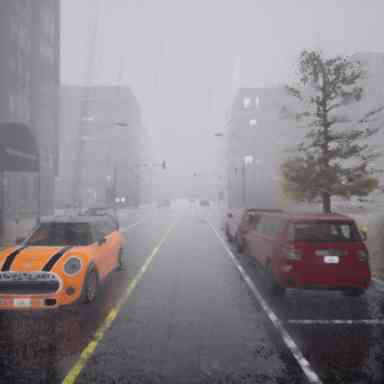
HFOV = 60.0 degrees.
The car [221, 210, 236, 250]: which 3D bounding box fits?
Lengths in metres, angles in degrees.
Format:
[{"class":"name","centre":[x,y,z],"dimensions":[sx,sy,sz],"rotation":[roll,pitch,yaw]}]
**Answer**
[{"class":"car","centre":[2.700,1.483,14.392],"dimensions":[2.192,1.841,5.009],"rotation":[1,-1,0]}]

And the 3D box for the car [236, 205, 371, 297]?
[{"class":"car","centre":[2.700,1.419,8.833],"dimensions":[2.192,1.841,5.009],"rotation":[1,-1,0]}]

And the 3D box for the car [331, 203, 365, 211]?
[{"class":"car","centre":[20.846,2.268,44.672],"dimensions":[4.097,1.590,1.967],"rotation":[1,-2,0]}]

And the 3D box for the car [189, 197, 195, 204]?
[{"class":"car","centre":[-0.002,2.549,90.660],"dimensions":[1.837,1.490,4.892],"rotation":[0,-1,0]}]

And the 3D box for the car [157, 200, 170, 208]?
[{"class":"car","centre":[-5.683,2.263,63.303],"dimensions":[1.752,1.417,4.829],"rotation":[1,-1,0]}]

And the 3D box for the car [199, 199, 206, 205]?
[{"class":"car","centre":[2.696,2.581,85.551],"dimensions":[1.802,1.307,4.206],"rotation":[1,-1,0]}]

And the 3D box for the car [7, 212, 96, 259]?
[{"class":"car","centre":[-5.682,1.692,14.221],"dimensions":[1.752,1.417,4.829],"rotation":[1,-1,0]}]

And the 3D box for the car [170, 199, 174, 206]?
[{"class":"car","centre":[-5.684,2.414,74.519],"dimensions":[1.887,1.381,4.507],"rotation":[1,-1,0]}]

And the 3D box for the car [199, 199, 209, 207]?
[{"class":"car","centre":[2.697,2.349,68.982],"dimensions":[1.887,1.381,4.507],"rotation":[1,-1,0]}]

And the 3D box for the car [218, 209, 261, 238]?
[{"class":"car","centre":[2.698,1.777,19.949],"dimensions":[1.887,1.381,4.507],"rotation":[1,-1,0]}]

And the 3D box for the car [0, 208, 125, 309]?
[{"class":"car","centre":[-3.100,1.450,8.318],"dimensions":[2.097,1.767,4.553],"rotation":[0,-1,0]}]

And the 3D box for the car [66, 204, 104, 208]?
[{"class":"car","centre":[-5.681,1.673,19.951],"dimensions":[1.967,1.590,4.097],"rotation":[1,-1,0]}]

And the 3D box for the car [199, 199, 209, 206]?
[{"class":"car","centre":[2.698,2.309,74.507],"dimensions":[1.967,1.590,4.097],"rotation":[1,-1,0]}]

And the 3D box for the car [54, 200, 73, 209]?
[{"class":"car","centre":[-17.252,1.775,44.353],"dimensions":[4.507,1.381,1.887],"rotation":[1,-2,0]}]
